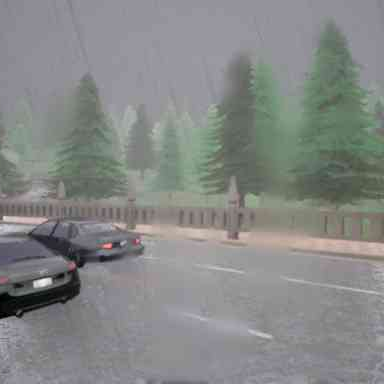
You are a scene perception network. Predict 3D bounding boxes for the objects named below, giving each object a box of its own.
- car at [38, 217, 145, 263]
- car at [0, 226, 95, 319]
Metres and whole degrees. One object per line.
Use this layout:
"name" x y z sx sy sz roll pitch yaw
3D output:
"car" -4.046 1.548 11.122 5.357 1.411 2.033 0 0 34
"car" -4.259 1.564 6.998 4.181 1.385 1.994 0 0 35
